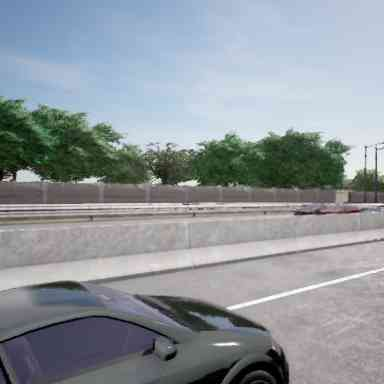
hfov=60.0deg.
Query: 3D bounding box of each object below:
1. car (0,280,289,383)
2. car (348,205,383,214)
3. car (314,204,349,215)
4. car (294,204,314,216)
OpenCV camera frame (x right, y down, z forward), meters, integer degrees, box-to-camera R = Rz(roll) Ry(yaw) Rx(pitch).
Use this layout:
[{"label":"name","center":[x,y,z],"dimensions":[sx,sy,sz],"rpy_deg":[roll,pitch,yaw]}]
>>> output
[{"label":"car","center":[-1.040,1.572,3.005],"dimensions":[4.181,1.385,1.994],"rpy_deg":[1,-1,-35]},{"label":"car","center":[15.882,1.938,28.202],"dimensions":[5.357,1.411,2.033],"rpy_deg":[1,-1,-36]},{"label":"car","center":[13.993,1.871,31.156],"dimensions":[5.008,1.535,1.882],"rpy_deg":[1,-1,-35]},{"label":"car","center":[13.051,1.965,34.783],"dimensions":[5.357,1.411,2.033],"rpy_deg":[1,-1,-35]}]
